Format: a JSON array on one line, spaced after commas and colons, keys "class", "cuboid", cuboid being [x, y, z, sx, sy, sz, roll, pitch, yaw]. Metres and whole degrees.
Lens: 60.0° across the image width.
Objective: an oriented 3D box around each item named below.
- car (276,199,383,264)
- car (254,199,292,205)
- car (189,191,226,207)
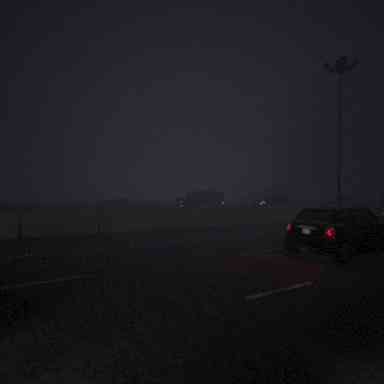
[{"class": "car", "cuboid": [5.425, 1.264, 11.632, 4.553, 1.767, 2.097, 0, 1, -32]}, {"class": "car", "cuboid": [8.077, 1.052, 33.365, 4.553, 1.767, 2.097, 0, 1, -28]}, {"class": "car", "cuboid": [0.772, 0.869, 33.343, 5.566, 2.045, 2.150, 0, 1, -30]}]
